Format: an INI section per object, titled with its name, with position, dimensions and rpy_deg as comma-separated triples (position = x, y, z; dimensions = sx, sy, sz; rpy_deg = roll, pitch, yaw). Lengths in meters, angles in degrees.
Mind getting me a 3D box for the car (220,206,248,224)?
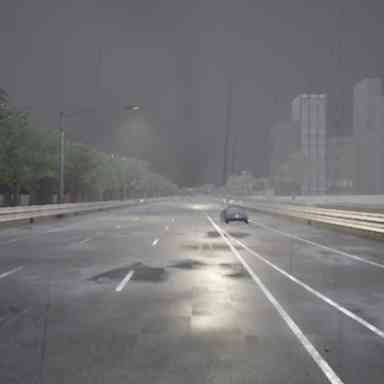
[car]
position = 3.543, 1.896, 28.371
dimensions = 1.994, 1.385, 4.181
rpy_deg = 0, -1, -1
